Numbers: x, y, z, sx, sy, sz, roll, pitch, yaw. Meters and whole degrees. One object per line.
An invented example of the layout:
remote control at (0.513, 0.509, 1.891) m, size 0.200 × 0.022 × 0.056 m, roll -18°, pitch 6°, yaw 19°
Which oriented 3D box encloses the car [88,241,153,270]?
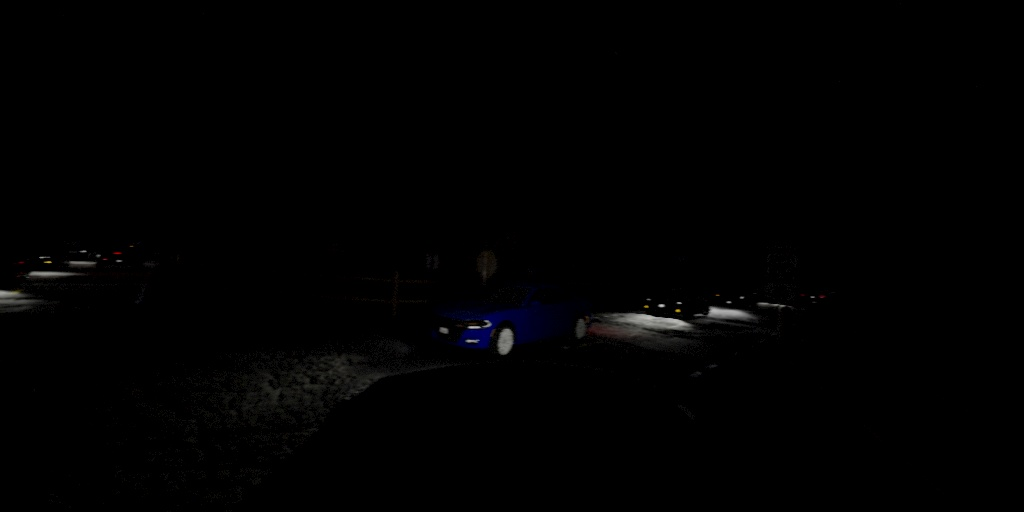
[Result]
car at (-23.824, -0.005, 21.976) m, size 2.128 × 1.511 × 4.902 m, roll 5°, pitch -2°, yaw -44°

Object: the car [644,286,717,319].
car at (8.218, 2.208, 17.707) m, size 1.994 × 1.385 × 4.181 m, roll 2°, pitch -2°, yaw 45°

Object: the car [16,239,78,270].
car at (-24.709, -0.127, 18.685) m, size 1.837 × 1.490 × 4.892 m, roll 5°, pitch -2°, yaw -44°

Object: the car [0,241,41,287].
car at (-18.539, 0.241, 12.336) m, size 1.994 × 1.385 × 4.181 m, roll 5°, pitch -2°, yaw -43°

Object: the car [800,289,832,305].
car at (30.126, 4.028, 35.674) m, size 1.994 × 1.385 × 4.181 m, roll 2°, pitch -2°, yaw 45°

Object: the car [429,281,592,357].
car at (0.244, 1.407, 9.254) m, size 1.882 × 1.535 × 5.008 m, roll 2°, pitch -2°, yaw 41°

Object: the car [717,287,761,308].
car at (16.250, 2.954, 25.828) m, size 1.895 × 1.301 × 4.718 m, roll 2°, pitch -2°, yaw 45°

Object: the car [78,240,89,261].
car at (-31.830, -0.465, 26.020) m, size 1.812 × 1.442 × 4.674 m, roll 5°, pitch -2°, yaw -44°

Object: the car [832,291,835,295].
car at (37.257, 4.649, 42.891) m, size 1.994 × 1.385 × 4.181 m, roll 2°, pitch -2°, yaw 45°
